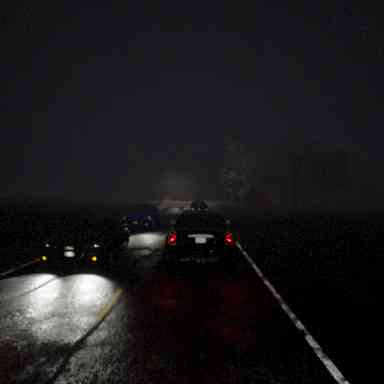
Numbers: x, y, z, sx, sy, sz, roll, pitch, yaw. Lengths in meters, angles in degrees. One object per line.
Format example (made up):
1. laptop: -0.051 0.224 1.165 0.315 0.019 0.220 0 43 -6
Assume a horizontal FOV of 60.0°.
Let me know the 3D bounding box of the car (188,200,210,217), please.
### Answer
1. car: 0.679 1.599 32.857 2.033 1.411 5.357 0 0 1

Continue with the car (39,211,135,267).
1. car: -3.418 1.558 11.335 1.994 1.385 4.181 0 0 1

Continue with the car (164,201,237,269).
1. car: 0.282 1.369 11.355 2.097 1.767 4.553 0 0 1

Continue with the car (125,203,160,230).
1. car: -3.215 1.488 21.694 1.882 1.535 5.008 0 0 1
